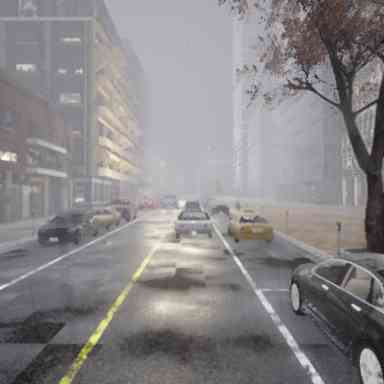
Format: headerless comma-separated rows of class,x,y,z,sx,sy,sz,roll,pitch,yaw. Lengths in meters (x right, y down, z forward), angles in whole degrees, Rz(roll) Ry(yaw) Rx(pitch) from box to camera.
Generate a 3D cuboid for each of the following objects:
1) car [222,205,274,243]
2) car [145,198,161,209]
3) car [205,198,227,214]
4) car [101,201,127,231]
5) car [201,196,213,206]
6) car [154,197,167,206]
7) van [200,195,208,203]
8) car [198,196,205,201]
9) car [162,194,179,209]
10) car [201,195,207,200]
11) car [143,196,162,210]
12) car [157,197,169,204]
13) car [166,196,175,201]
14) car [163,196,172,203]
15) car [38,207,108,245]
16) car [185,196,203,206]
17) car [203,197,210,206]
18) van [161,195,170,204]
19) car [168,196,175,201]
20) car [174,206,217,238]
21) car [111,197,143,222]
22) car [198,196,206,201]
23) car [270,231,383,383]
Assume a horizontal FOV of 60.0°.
car,2.695,1.560,16.068,1.752,1.417,4.829,1,0,0
car,-5.699,1.656,49.312,1.887,1.381,4.507,1,0,0
car,2.688,1.622,32.607,2.008,1.369,4.403,1,0,0
car,-5.687,1.572,21.294,1.752,1.417,4.829,1,0,0
car,2.679,1.578,60.454,1.967,1.590,4.097,1,0,0
car,-5.703,1.704,60.452,1.947,1.339,4.313,1,0,0
van,2.674,1.520,77.164,1.690,1.788,3.998,1,0,0
car,2.665,1.747,94.041,1.752,1.417,4.829,1,0,0
car,-3.048,1.328,46.855,2.150,2.045,5.566,0,0,0
car,2.683,1.551,49.314,1.967,1.590,4.097,1,0,0
car,-5.693,1.413,43.743,2.192,1.841,5.009,1,0,0
car,-5.705,1.702,66.021,2.008,1.369,4.403,1,0,0
car,-5.713,1.758,88.299,2.008,1.369,4.403,1,0,0
car,-5.709,1.704,76.991,1.752,1.417,4.829,1,0,0
car,-5.686,1.600,15.895,1.947,1.339,4.313,1,0,0
car,0.083,1.574,43.452,1.882,1.535,5.008,0,0,0
car,2.686,1.635,38.175,2.008,1.369,4.403,1,0,0
van,-5.704,1.507,71.592,1.690,1.788,3.998,1,0,0
car,-5.715,1.746,93.700,1.752,1.417,4.829,1,0,0
car,0.095,1.639,17.942,1.895,1.301,4.718,0,0,0
car,-5.686,1.374,27.035,2.192,1.841,5.009,1,0,0
car,2.666,1.789,88.301,1.802,1.307,4.206,1,0,0
car,2.699,1.561,4.758,2.008,1.369,4.403,1,0,0
